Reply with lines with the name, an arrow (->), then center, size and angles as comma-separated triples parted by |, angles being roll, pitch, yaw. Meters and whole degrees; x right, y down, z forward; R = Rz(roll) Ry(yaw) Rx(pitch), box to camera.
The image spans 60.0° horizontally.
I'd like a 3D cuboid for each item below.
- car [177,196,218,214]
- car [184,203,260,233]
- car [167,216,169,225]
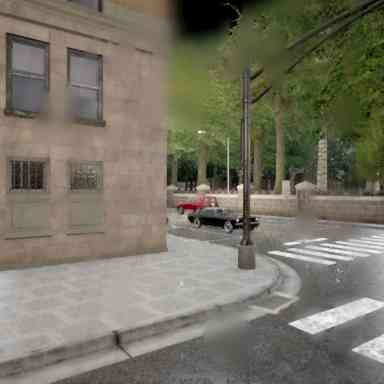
car -> 0.547, 1.285, 31.774 | 2.192, 1.841, 5.009 | 0, 0, -35
car -> 1.787, 1.586, 19.830 | 1.895, 1.301, 4.718 | 0, 0, -35
car -> -3.227, 1.544, 22.238 | 1.947, 1.339, 4.313 | 0, 0, -35
